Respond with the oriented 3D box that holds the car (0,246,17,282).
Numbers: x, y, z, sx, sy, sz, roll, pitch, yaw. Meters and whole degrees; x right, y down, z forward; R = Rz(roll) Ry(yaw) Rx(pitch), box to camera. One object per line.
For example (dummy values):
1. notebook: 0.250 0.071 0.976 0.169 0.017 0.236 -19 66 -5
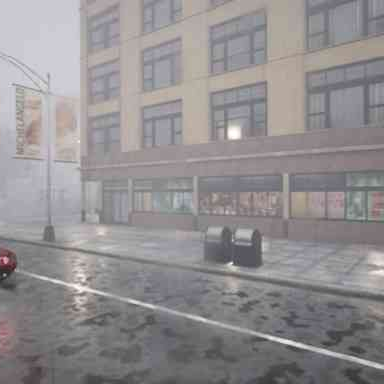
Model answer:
1. car: -6.500 1.653 8.797 4.718 1.301 1.895 0 0 42
